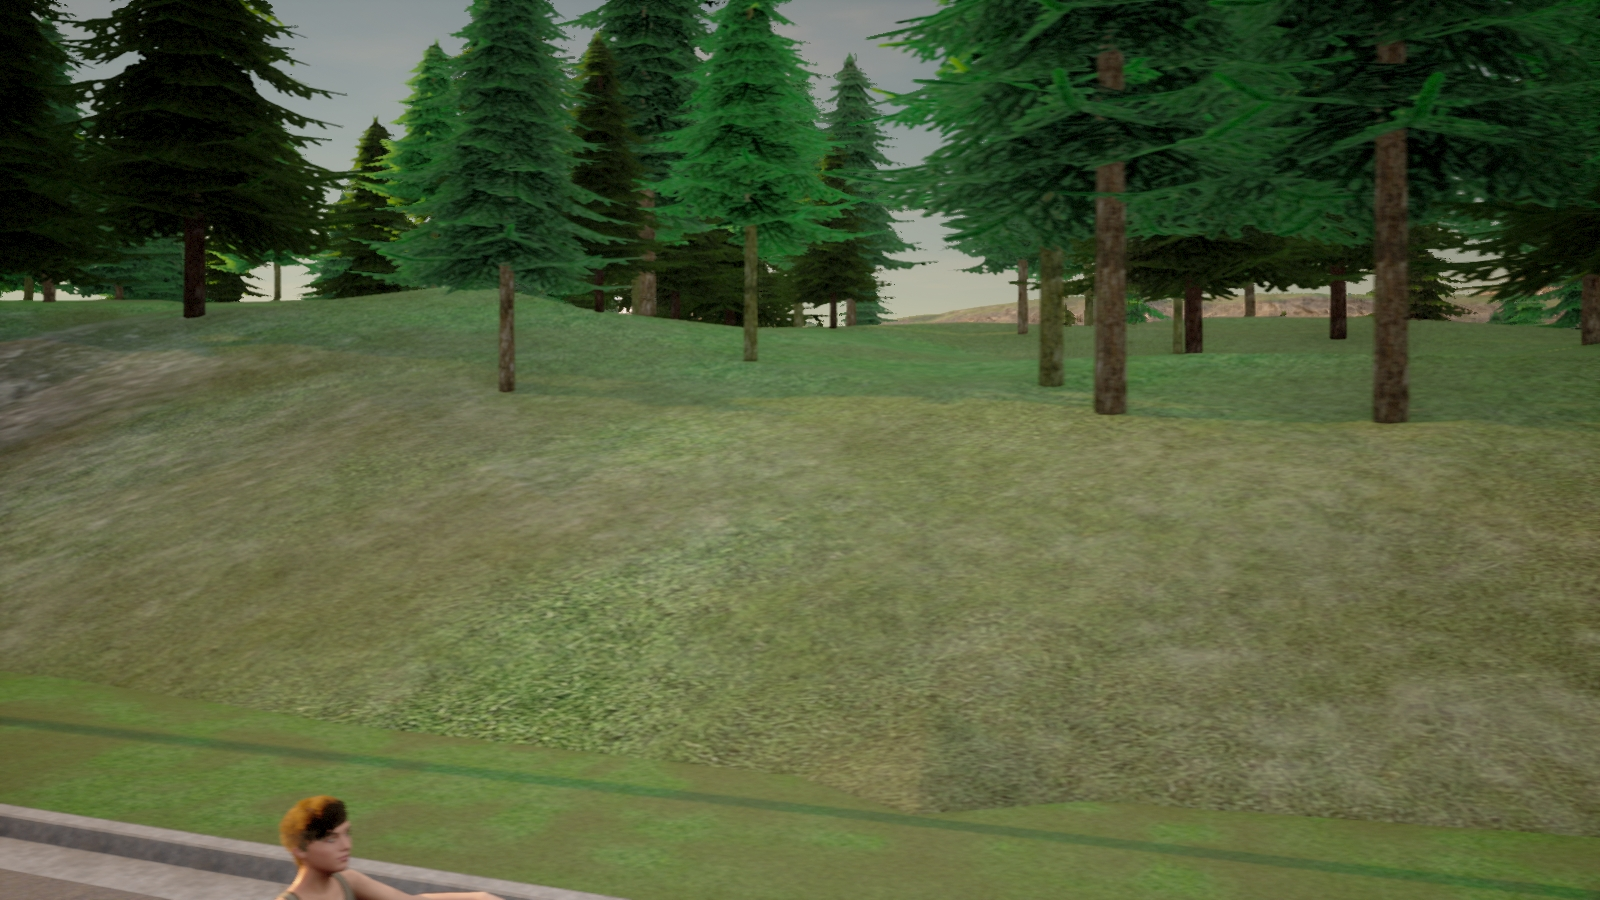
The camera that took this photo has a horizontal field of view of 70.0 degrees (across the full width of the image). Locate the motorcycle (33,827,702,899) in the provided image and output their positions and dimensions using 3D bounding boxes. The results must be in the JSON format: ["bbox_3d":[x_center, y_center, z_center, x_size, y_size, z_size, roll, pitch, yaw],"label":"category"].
[{"bbox_3d":[-1.323,2.153,3.770,2.356,1.307,0.764,0,0,20],"label":"motorcycle"}]
